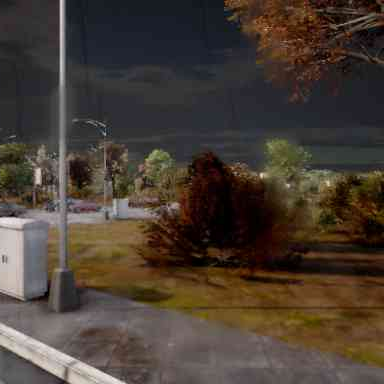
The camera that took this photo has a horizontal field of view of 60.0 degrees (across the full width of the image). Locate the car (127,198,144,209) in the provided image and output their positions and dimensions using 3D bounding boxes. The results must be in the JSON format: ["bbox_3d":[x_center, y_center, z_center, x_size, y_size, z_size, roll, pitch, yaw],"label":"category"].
[{"bbox_3d":[-6.221,1.450,45.044,1.882,1.535,5.008,0,0,32],"label":"car"}]

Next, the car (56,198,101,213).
[{"bbox_3d":[-11.962,1.538,36.039,1.994,1.385,4.181,0,0,33],"label":"car"}]

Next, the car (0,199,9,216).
[{"bbox_3d":[-19.744,1.449,30.341,1.882,1.535,5.008,0,0,33],"label":"car"}]

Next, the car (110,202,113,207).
[{"bbox_3d":[-9.232,1.569,46.835,1.895,1.301,4.718,0,0,33],"label":"car"}]

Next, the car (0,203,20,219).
[{"bbox_3d":[-13.655,1.583,20.605,1.895,1.301,4.718,0,0,32],"label":"car"}]

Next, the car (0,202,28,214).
[{"bbox_3d":[-16.908,1.523,28.279,2.033,1.411,5.357,0,0,33],"label":"car"}]

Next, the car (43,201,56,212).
[{"bbox_3d":[-14.666,1.448,38.316,1.882,1.535,5.008,0,0,32],"label":"car"}]
